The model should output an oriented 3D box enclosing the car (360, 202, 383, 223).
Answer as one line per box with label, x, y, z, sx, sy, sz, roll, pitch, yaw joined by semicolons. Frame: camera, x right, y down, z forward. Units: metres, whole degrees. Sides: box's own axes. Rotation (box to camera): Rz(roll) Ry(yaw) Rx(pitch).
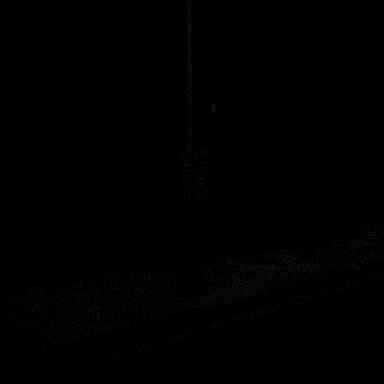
car;13.660;1.392;21.896;2.128;1.511;4.902;0;1;-28
